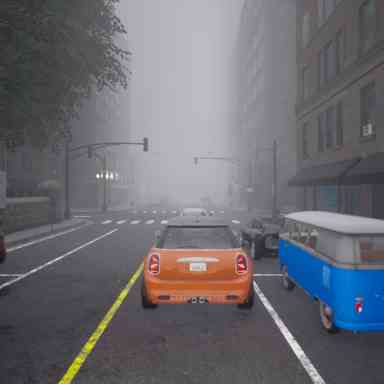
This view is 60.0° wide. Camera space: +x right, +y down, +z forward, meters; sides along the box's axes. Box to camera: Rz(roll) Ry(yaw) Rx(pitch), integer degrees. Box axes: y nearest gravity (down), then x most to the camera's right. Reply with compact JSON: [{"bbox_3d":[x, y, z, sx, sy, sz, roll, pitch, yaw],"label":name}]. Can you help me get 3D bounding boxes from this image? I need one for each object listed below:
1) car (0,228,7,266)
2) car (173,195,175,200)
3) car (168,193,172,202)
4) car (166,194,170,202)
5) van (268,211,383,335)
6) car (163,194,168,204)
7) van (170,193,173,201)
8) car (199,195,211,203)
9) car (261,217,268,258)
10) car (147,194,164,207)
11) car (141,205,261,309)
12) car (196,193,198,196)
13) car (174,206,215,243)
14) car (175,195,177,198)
[{"bbox_3d":[-5.668,1.314,6.441,2.192,1.841,5.009,0,0,0],"label":"car"},{"bbox_3d":[-5.666,1.522,77.384,2.008,1.369,4.403,0,0,0],"label":"car"},{"bbox_3d":[-5.666,1.514,66.482,1.887,1.381,4.507,0,0,0],"label":"car"},{"bbox_3d":[-5.666,1.514,61.032,1.887,1.381,4.507,0,0,0],"label":"car"},{"bbox_3d":[2.856,1.340,6.481,1.690,1.788,3.998,0,0,0],"label":"van"},{"bbox_3d":[-5.666,1.521,55.580,2.008,1.369,4.403,0,0,0],"label":"car"},{"bbox_3d":[-5.666,1.311,71.933,1.690,1.788,3.998,0,0,0],"label":"van"},{"bbox_3d":[2.858,1.409,66.518,1.967,1.590,4.097,0,0,0],"label":"car"},{"bbox_3d":[2.857,1.563,12.141,1.947,1.339,4.313,0,0,0],"label":"car"},{"bbox_3d":[-5.667,1.497,49.960,1.752,1.417,4.829,0,0,0],"label":"car"},{"bbox_3d":[0.103,1.351,8.035,2.097,1.767,4.553,0,0,0],"label":"car"},{"bbox_3d":[2.860,1.505,93.930,1.752,1.417,4.829,0,0,0],"label":"car"},{"bbox_3d":[0.102,1.520,17.036,1.812,1.442,4.674,0,0,0],"label":"car"},{"bbox_3d":[-5.666,1.288,82.835,2.192,1.841,5.009,0,0,0],"label":"car"}]
